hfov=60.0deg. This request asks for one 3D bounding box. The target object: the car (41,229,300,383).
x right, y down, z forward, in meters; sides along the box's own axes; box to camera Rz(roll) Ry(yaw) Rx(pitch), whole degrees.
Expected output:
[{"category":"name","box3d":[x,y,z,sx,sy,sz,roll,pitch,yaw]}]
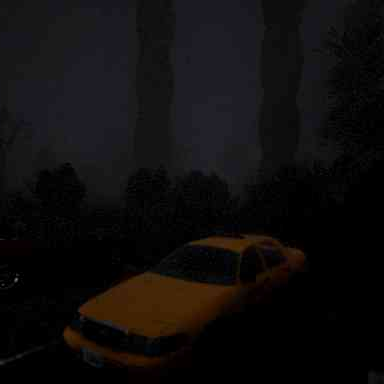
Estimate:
[{"category":"car","box3d":[0.483,1.471,5.797,1.946,1.575,5.366,0,0,35]}]

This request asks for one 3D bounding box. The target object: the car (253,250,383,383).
[{"category":"car","box3d":[2.856,1.509,4.371,2.163,1.488,4.792,0,0,35]}]

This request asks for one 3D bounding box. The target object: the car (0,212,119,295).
[{"category":"car","box3d":[-3.911,1.330,9.114,2.185,1.767,4.553,0,0,35]}]
